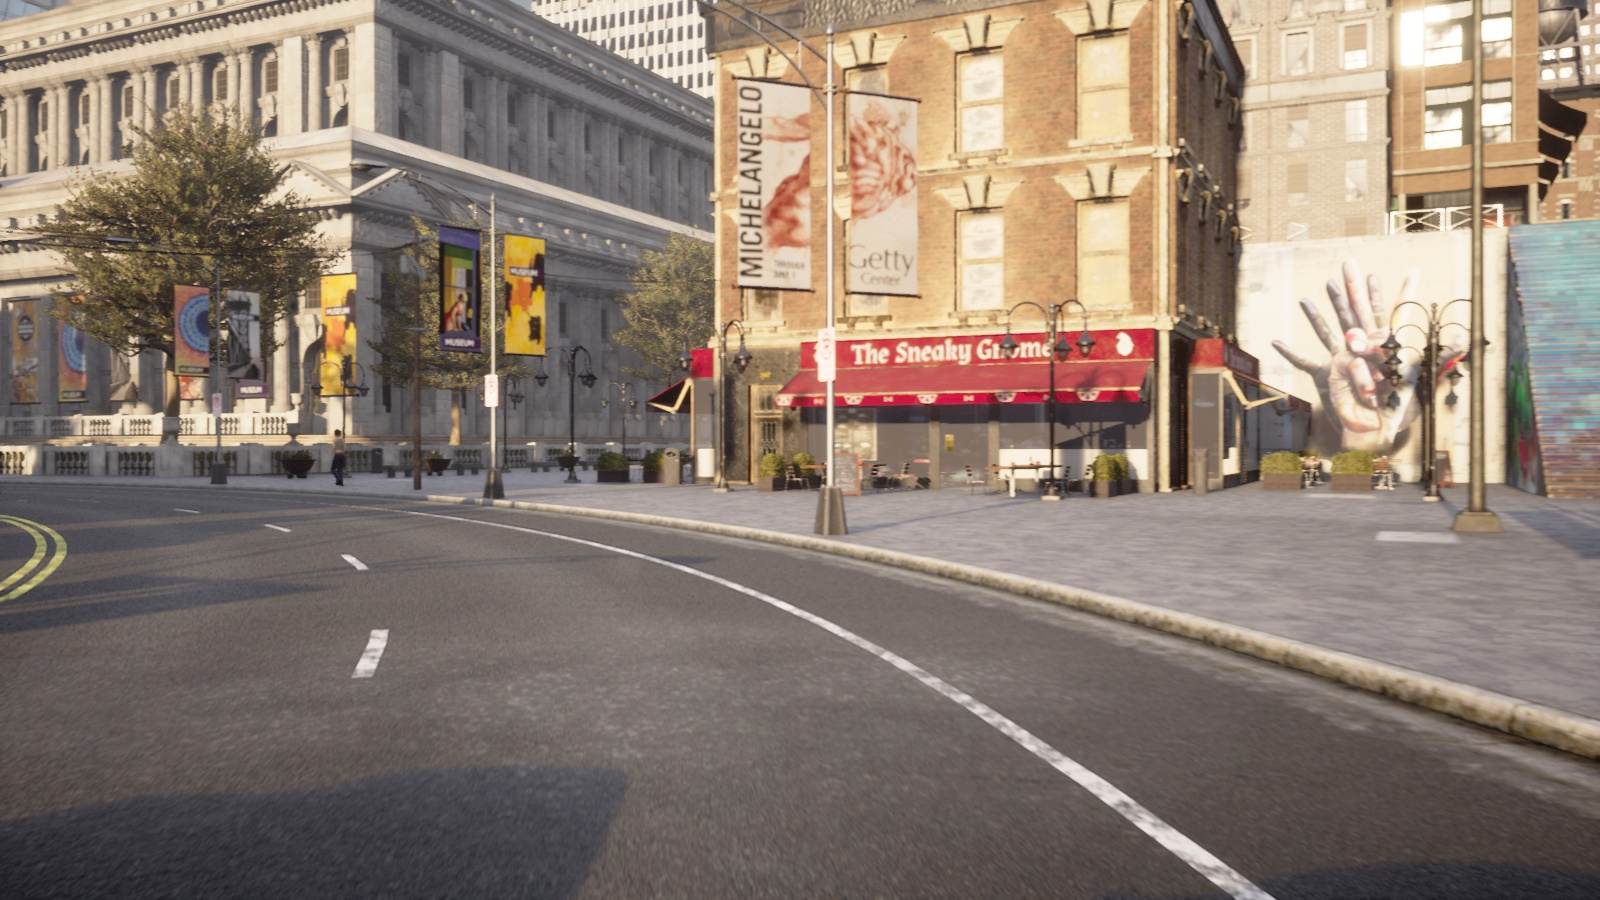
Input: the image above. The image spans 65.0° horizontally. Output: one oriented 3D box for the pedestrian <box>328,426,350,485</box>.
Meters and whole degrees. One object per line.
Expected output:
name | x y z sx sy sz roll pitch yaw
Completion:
pedestrian | -14.541 0.181 39.597 0.594 1.836 0.345 0 0 33
